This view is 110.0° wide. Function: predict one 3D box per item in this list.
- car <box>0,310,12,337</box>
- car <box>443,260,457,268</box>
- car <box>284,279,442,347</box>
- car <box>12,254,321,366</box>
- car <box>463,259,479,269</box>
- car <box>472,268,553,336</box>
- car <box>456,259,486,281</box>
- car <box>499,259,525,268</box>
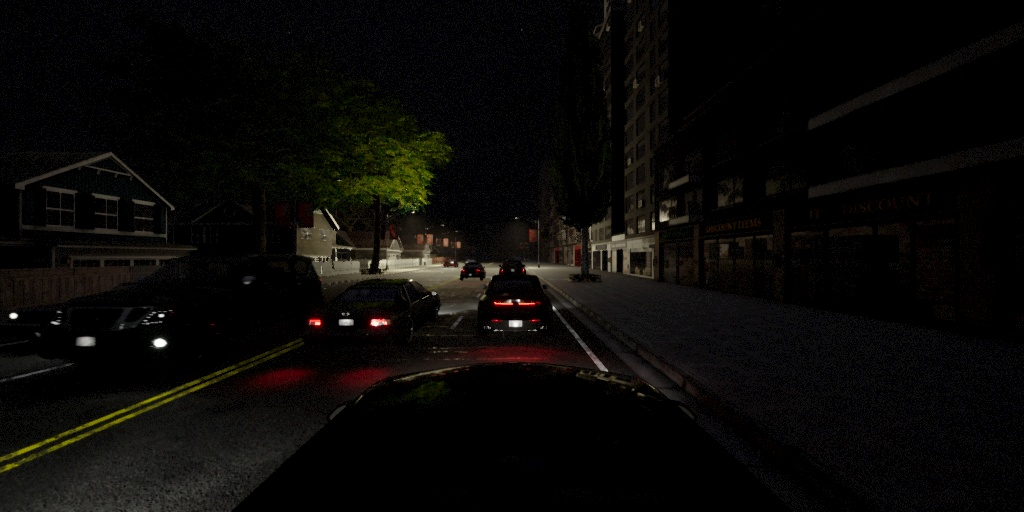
[{"bbox_3d":[-9.876,1.350,9.761,1.895,1.301,4.718,0,0,0],"label":"car"},{"bbox_3d":[-9.952,1.269,58.579,1.994,1.385,4.181,0,0,0],"label":"car"},{"bbox_3d":[-3.168,1.297,9.269,2.033,1.411,5.357,0,0,-1],"label":"car"},{"bbox_3d":[-6.622,0.971,8.327,2.150,2.045,5.566,0,0,0],"label":"car"},{"bbox_3d":[-6.705,1.252,58.646,2.033,1.411,5.357,0,0,0],"label":"car"},{"bbox_3d":[0.072,1.254,10.365,1.837,1.490,4.892,0,0,0],"label":"car"},{"bbox_3d":[-3.247,1.266,30.172,1.812,1.442,4.674,0,0,0],"label":"car"},{"bbox_3d":[0.013,1.093,28.646,2.097,1.767,4.553,0,0,-1],"label":"car"}]
